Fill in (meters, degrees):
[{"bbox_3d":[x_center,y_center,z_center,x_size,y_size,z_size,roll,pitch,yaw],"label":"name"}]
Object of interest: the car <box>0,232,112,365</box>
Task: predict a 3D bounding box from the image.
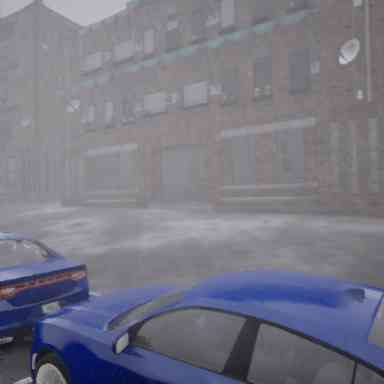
[{"bbox_3d":[-4.026,1.489,6.134,5.008,1.535,2.097,0,0,35],"label":"car"}]
